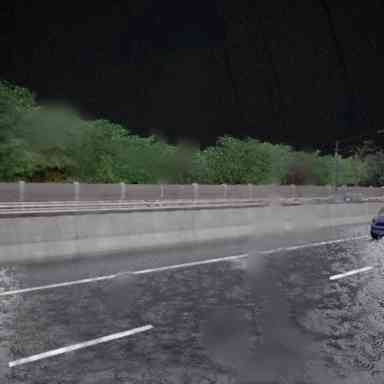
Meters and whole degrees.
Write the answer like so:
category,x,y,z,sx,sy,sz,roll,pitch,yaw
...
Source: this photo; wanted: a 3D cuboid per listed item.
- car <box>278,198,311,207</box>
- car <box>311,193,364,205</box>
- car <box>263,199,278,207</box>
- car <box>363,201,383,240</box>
category,x,y,z,sx,sy,sz,roll,pitch,yaw
car,11.515,1.463,33.699,5.357,1.411,2.033,0,0,-36
car,14.036,1.135,31.195,5.566,2.045,2.150,0,0,-35
car,9.924,1.440,36.858,4.674,1.442,1.812,0,0,-35
car,10.257,1.303,15.362,4.553,1.767,2.097,0,0,-35
